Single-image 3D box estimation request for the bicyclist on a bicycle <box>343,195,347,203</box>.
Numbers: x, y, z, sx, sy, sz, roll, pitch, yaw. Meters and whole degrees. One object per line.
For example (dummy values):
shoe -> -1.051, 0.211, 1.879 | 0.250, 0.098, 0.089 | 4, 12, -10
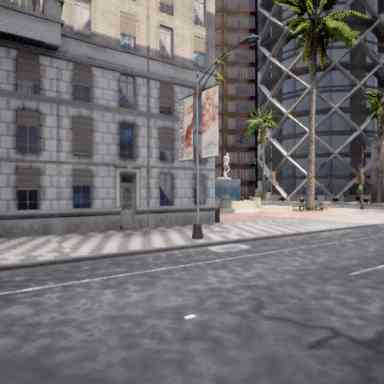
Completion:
bicyclist on a bicycle -> 29.494, 1.299, 64.001 | 0.582, 1.620, 1.656 | 0, 0, 43
